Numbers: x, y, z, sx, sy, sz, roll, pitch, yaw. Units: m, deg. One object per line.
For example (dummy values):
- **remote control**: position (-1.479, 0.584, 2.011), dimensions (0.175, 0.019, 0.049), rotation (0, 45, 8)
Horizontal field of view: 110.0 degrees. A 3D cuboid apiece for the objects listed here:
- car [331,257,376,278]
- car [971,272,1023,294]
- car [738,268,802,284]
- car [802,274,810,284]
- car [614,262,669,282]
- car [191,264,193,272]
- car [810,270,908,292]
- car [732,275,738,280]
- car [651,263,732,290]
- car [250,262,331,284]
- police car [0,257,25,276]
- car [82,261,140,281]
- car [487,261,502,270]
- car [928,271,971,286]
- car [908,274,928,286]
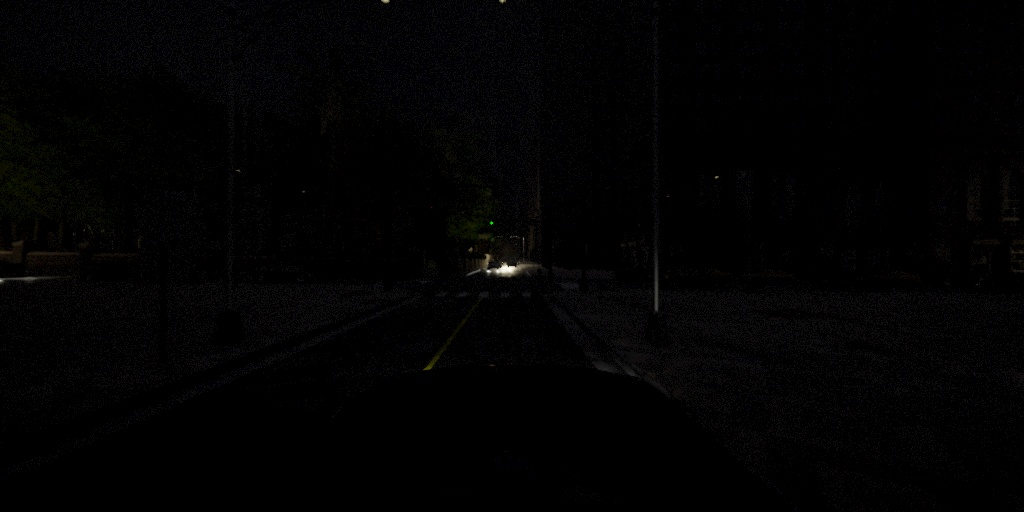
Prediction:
- **car**: position (-14.962, 1.027, 32.478), dimensions (5.009, 1.841, 2.192), rotation (0, 0, 0)
- **car**: position (34.018, 1.872, 23.789), dimensions (4.313, 1.339, 1.948), rotation (0, 0, 0)
- **car**: position (22.788, 1.767, 32.352), dimensions (4.829, 1.417, 1.751), rotation (0, 0, 0)
- **car**: position (28.498, 1.879, 32.333), dimensions (4.313, 1.339, 1.948), rotation (0, 0, 0)
- **car**: position (11.877, 1.408, 32.388), dimensions (5.009, 1.841, 2.192), rotation (0, 0, 0)
- **car**: position (-31.534, 1.030, 32.533), dimensions (4.313, 1.339, 1.948), rotation (0, 0, 0)
- **car**: position (22.939, 1.729, 23.826), dimensions (4.313, 1.339, 1.948), rotation (0, 0, 0)
- **car**: position (17.248, 1.693, 32.371), dimensions (4.829, 1.417, 1.751), rotation (0, 0, 0)
- **car**: position (11.859, 1.455, 23.863), dimensions (4.097, 1.591, 1.967), rotation (0, 0, 0)
- **car**: position (-14.978, 1.185, 23.953), dimensions (4.403, 1.370, 2.007), rotation (0, 0, 0)
- **police car**: position (-39.609, 0.712, 26.804), dimensions (5.238, 1.638, 1.930), rotation (1, -1, 0)
- **car**: position (-26.026, 1.036, 23.989), dimensions (4.313, 1.339, 1.948), rotation (0, 0, 0)
- **car**: position (-3.025, 1.589, 59.338), dimensions (1.812, 1.442, 4.674), rotation (0, 0, 1)
- **car**: position (39.580, 2.019, 32.296), dimensions (4.313, 1.339, 1.948), rotation (0, 0, 0)
- **car**: position (33.869, 1.909, 32.315), dimensions (4.829, 1.417, 1.751), rotation (0, 0, 0)
